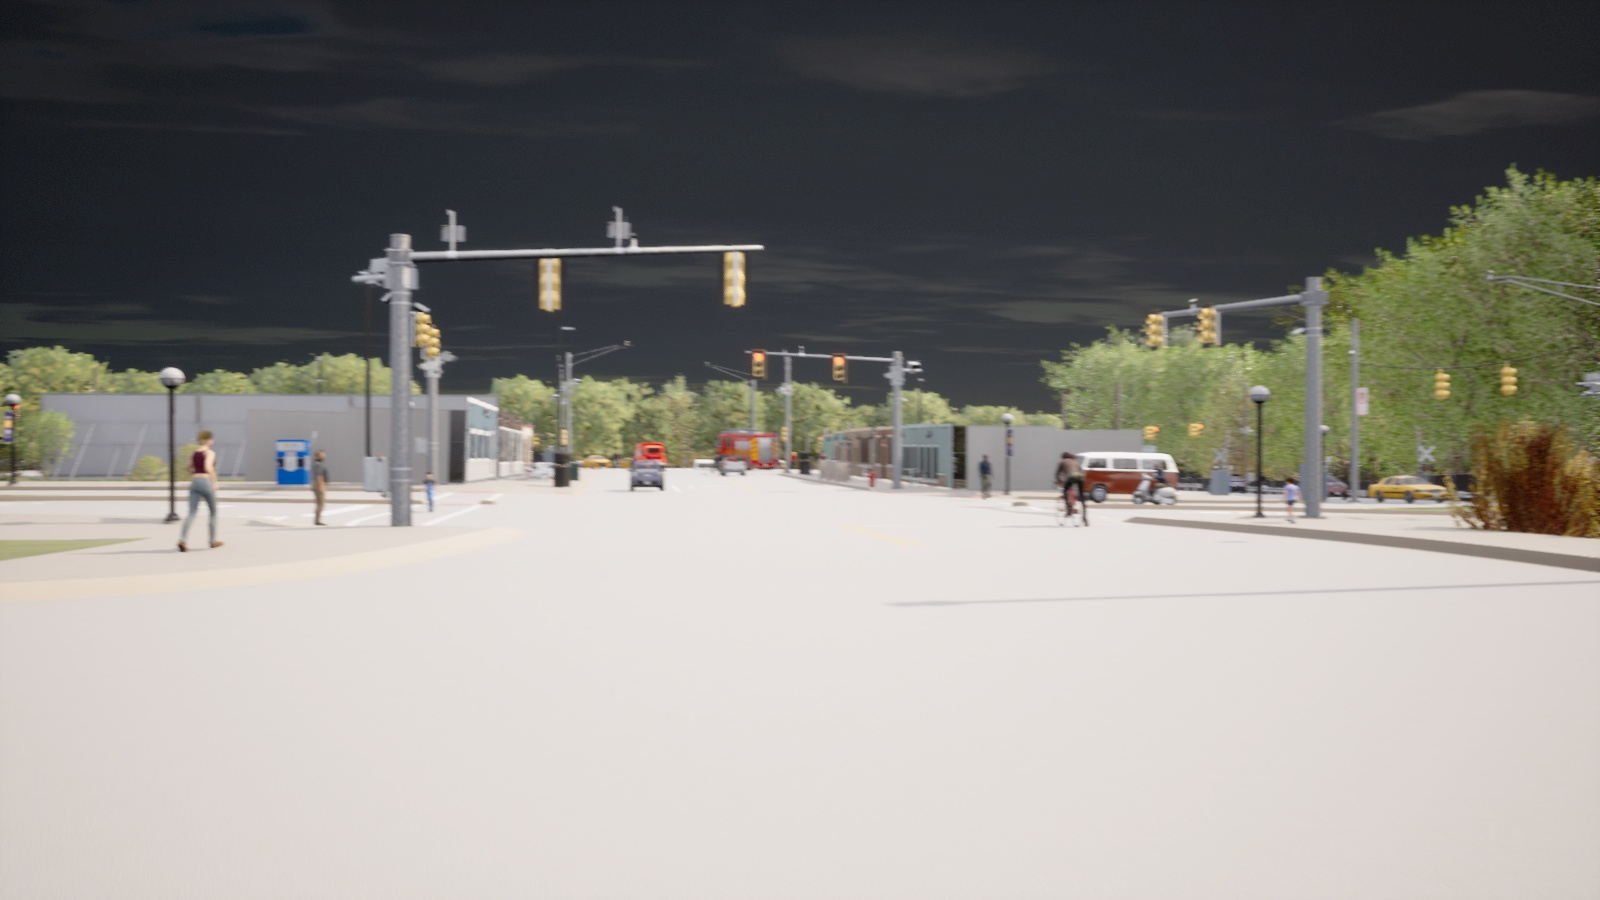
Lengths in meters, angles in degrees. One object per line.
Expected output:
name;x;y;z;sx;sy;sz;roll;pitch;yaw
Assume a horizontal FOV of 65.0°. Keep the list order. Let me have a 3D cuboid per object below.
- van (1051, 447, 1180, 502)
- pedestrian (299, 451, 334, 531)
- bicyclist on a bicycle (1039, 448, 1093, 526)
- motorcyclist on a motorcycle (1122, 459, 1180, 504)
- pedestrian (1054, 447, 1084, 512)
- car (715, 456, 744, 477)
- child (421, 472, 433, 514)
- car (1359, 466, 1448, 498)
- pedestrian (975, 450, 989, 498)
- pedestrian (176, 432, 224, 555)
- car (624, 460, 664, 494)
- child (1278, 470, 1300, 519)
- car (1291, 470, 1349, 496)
van;12.484;0.976;49.833;4.480;2.038;2.069;1;-1;-10
pedestrian;-11.470;0.960;29.791;0.694;1.848;0.540;-1;1;-29
bicyclist on a bicycle;5.740;0.797;27.205;0.582;1.620;1.656;-1;-2;-8
motorcyclist on a motorcycle;12.865;1.150;46.011;1.817;1.590;0.866;1;0;-13
pedestrian;8.177;0.891;38.185;0.659;1.952;0.873;-1;1;-7
car;-5.242;1.188;92.782;1.845;1.501;3.633;-1;0;-8
child;-11.163;1.284;37.579;0.270;1.263;0.437;-1;1;-7
car;31.716;1.692;66.234;1.801;1.575;5.366;-1;-1;-4
pedestrian;7.030;0.931;48.529;0.370;1.835;0.726;-1;1;-4
pedestrian;-9.135;0.649;19.131;0.345;1.836;0.594;0;1;12
car;-7.514;1.262;60.166;1.845;1.501;3.633;-1;0;-8
child;11.287;1.022;28.985;0.255;1.110;0.394;-1;1;-22
car;31.198;1.971;75.413;1.845;1.501;3.633;-1;-1;-2
